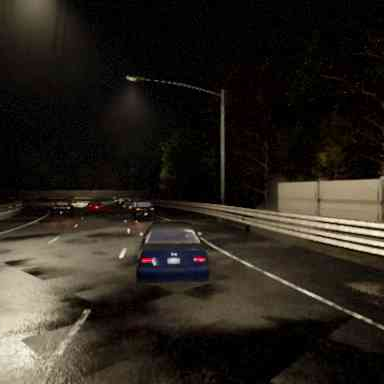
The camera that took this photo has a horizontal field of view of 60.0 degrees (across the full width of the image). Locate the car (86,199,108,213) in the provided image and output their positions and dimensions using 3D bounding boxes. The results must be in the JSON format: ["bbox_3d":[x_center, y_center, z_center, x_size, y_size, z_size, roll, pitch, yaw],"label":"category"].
[{"bbox_3d":[-11.792,1.734,40.534,1.994,1.385,4.181,0,0,-21],"label":"car"}]

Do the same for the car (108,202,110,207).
[{"bbox_3d":[-15.015,1.831,54.899,1.895,1.301,4.718,0,0,-29],"label":"car"}]

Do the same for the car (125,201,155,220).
[{"bbox_3d":[-4.440,1.614,29.518,2.128,1.511,4.902,0,0,-16],"label":"car"}]

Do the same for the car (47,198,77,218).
[{"bbox_3d":[-12.430,1.628,32.071,2.128,1.511,4.902,0,0,-18],"label":"car"}]

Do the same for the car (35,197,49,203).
[{"bbox_3d":[-37.369,1.881,82.975,4.902,1.511,2.128,0,0,42],"label":"car"}]

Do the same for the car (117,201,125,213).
[{"bbox_3d":[-7.622,1.727,39.341,1.994,1.385,4.181,0,0,-20],"label":"car"}]

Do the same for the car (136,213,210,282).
[{"bbox_3d":[-0.617,1.588,9.901,2.033,1.411,5.357,0,0,-5],"label":"car"}]
